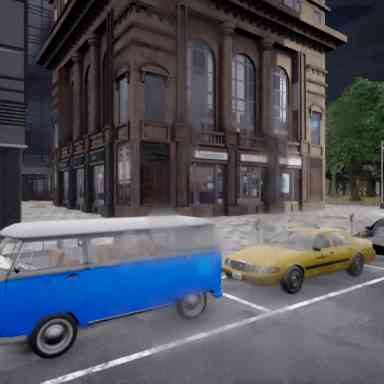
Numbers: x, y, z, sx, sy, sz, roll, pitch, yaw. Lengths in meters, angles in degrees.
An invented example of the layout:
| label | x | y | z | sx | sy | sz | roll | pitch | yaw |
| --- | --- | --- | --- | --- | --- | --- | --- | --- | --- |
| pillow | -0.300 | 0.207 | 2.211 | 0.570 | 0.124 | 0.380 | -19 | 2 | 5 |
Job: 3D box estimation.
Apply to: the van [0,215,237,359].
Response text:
| label | x | y | z | sx | sy | sz | roll | pitch | yaw |
| --- | --- | --- | --- | --- | --- | --- | --- | --- | --- |
| van | -1.337 | 1.341 | 5.695 | 3.998 | 1.788 | 1.690 | 0 | 0 | -35 |

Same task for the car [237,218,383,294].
| label | x | y | z | sx | sy | sz | roll | pitch | yaw |
| --- | --- | --- | --- | --- | --- | --- | --- | --- | --- |
| car | 2.954 | 1.524 | 8.750 | 4.829 | 1.417 | 1.752 | 0 | 0 | -35 |
